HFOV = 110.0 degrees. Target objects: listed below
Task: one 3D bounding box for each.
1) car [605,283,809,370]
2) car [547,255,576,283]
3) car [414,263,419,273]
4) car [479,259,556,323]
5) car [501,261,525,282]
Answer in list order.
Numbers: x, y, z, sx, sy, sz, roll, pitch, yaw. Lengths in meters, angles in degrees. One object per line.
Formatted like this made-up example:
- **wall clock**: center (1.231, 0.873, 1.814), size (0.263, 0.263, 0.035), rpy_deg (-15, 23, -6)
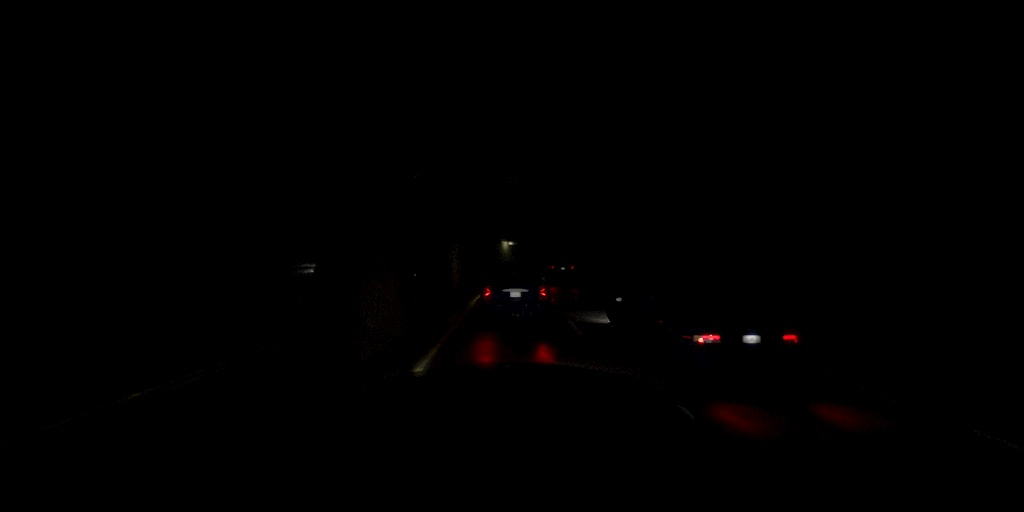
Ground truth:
- **car**: center (3.598, 1.297, 7.896), size (2.033, 1.411, 5.357), rpy_deg (0, 0, 0)
- **car**: center (3.594, 0.971, 27.982), size (2.150, 2.045, 5.566), rpy_deg (0, 0, 0)
- **car**: center (-10.742, 1.275, 44.299), size (1.812, 1.442, 4.674), rpy_deg (0, 0, -2)
- **car**: center (0.097, 1.102, 12.188), size (2.097, 1.767, 4.553), rpy_deg (0, 0, 0)
- **car**: center (0.091, 1.227, 30.302), size (1.882, 1.535, 5.008), rpy_deg (0, 0, 0)
